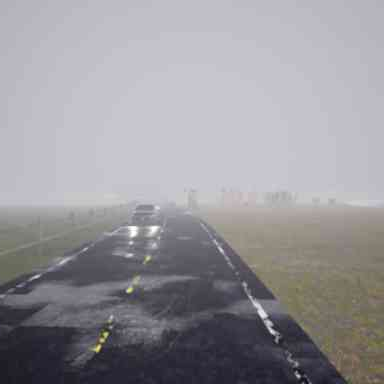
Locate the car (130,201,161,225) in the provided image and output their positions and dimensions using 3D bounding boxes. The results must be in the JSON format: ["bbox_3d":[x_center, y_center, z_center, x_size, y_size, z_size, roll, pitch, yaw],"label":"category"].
[{"bbox_3d":[-3.617,1.671,25.993,1.837,1.490,4.892,0,0,-3],"label":"car"}]

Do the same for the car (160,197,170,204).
[{"bbox_3d":[-6.441,2.029,79.190,2.033,1.411,5.357,0,-1,-9],"label":"car"}]

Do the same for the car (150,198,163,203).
[{"bbox_3d":[-7.327,1.990,66.114,2.128,1.511,4.902,0,-1,-7],"label":"car"}]

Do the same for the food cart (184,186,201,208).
[{"bbox_3d":[-0.032,0.866,54.967,2.280,3.560,4.660,-1,-1,-6],"label":"food cart"}]

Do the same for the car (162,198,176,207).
[{"bbox_3d":[-4.125,2.073,63.399,1.895,1.301,4.718,0,-1,-8],"label":"car"}]
